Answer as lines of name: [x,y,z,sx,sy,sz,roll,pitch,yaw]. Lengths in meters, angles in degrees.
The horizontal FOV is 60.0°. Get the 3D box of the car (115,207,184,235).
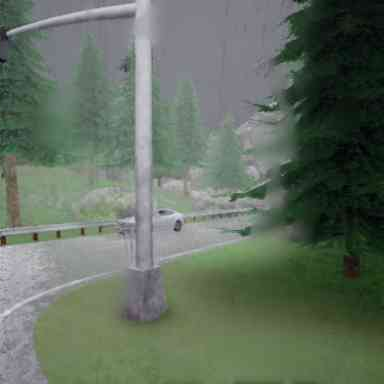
car: [-2.270,1.626,19.018,1.812,1.442,4.674,0,0,35]
